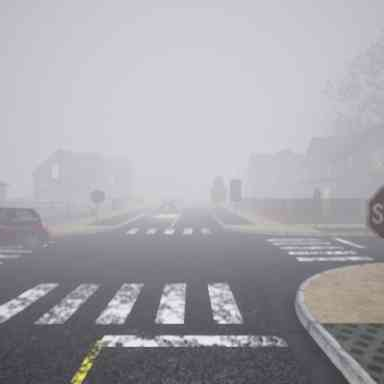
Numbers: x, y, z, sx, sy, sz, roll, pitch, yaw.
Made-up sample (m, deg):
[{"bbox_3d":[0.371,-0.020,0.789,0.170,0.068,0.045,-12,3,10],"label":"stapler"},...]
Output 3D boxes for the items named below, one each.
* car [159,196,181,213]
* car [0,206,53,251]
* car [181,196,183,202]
[{"bbox_3d":[-2.642,1.480,37.419,2.128,1.511,4.902,0,0,0],"label":"car"},{"bbox_3d":[-7.901,1.349,12.996,4.553,1.767,2.097,0,0,-20],"label":"car"},{"bbox_3d":[-2.576,1.343,60.124,1.882,1.535,5.008,0,0,0],"label":"car"}]
